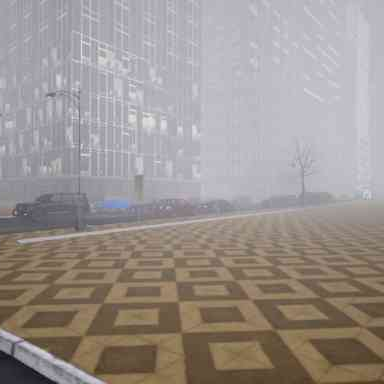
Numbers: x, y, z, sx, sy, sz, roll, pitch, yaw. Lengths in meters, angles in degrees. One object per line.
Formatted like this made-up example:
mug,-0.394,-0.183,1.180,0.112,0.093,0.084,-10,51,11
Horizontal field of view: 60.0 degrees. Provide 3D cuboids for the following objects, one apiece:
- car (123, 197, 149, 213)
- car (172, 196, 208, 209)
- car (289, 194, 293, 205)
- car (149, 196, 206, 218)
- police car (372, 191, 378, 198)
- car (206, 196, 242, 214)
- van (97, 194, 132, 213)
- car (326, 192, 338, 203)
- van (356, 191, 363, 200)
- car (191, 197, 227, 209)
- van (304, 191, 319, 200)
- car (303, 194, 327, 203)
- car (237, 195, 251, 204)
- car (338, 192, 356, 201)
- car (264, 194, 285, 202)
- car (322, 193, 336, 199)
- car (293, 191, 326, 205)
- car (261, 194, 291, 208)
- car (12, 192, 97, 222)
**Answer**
car,-4.067,1.358,32.769,1.895,1.301,4.718,0,1,41
car,-0.188,1.218,41.300,1.887,1.381,4.507,1,1,41
car,14.597,1.073,49.677,1.837,1.490,4.892,0,1,41
car,-1.124,1.240,27.106,1.967,1.590,4.097,1,1,41
police car,43.132,0.672,79.562,1.930,1.638,5.238,0,1,41
car,2.530,1.320,31.467,1.947,1.339,4.313,1,1,41
van,-7.665,1.107,32.723,1.690,1.788,3.998,1,1,41
car,20.964,0.839,53.124,2.192,1.841,5.009,1,1,41
van,35.752,0.683,70.420,1.690,1.788,3.998,1,1,41
car,2.102,1.281,39.971,1.895,1.301,4.718,0,1,41
van,25.698,0.694,71.557,1.690,1.788,3.998,1,1,41
car,21.313,1.032,57.532,2.033,1.411,5.357,0,1,41
car,7.211,1.148,49.941,1.947,1.339,4.313,1,1,41
car,28.468,0.957,61.904,1.752,1.417,4.829,1,1,41
car,14.606,1.056,58.589,1.947,1.339,4.313,1,1,41
car,33.091,0.828,80.209,1.947,1.339,4.313,1,1,41
car,17.267,0.885,48.800,2.192,1.841,5.009,1,1,41
car,9.872,1.244,40.157,1.802,1.307,4.206,1,1,41
car,-10.477,1.059,25.273,2.150,2.045,5.566,0,1,41
